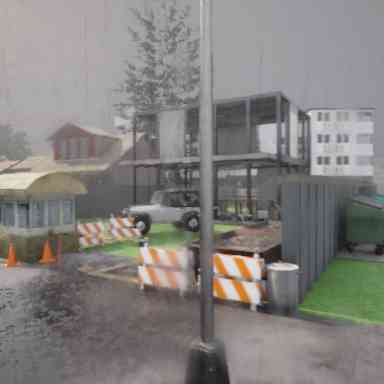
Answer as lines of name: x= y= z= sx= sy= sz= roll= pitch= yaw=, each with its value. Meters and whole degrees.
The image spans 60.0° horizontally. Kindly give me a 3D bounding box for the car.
car: x=-1.234 y=0.801 z=14.551 sx=3.866 sy=1.878 sz=1.905 roll=-1 pitch=1 yaw=-24
